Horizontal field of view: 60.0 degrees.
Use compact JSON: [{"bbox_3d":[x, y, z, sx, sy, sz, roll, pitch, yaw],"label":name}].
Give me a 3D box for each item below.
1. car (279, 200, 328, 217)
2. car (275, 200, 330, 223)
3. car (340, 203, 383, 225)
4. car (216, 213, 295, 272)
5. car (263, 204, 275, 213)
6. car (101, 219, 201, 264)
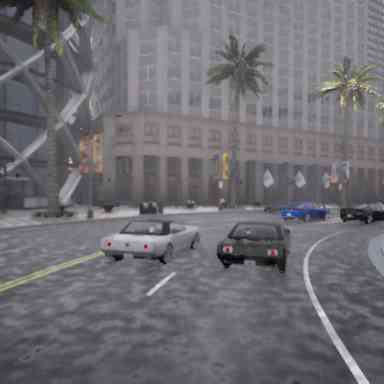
[{"bbox_3d":[10.837,1.567,32.225,4.892,1.490,1.837,1,-1,-31],"label":"car"},{"bbox_3d":[9.052,1.527,26.354,5.008,1.535,1.882,0,0,-41],"label":"car"},{"bbox_3d":[13.207,1.547,25.091,5.008,1.535,1.882,0,0,-35],"label":"car"},{"bbox_3d":[2.259,1.610,11.024,1.895,1.301,4.718,1,0,18],"label":"car"},{"bbox_3d":[10.252,1.605,35.981,5.357,1.411,2.033,0,0,-30],"label":"car"},{"bbox_3d":[-1.168,1.598,11.895,1.895,1.301,4.718,0,0,18],"label":"car"}]
